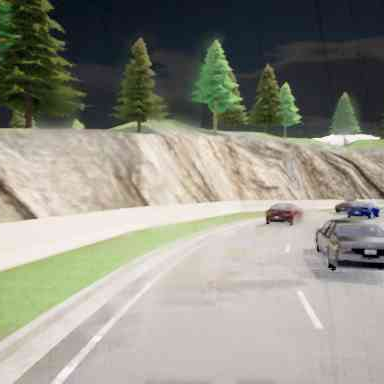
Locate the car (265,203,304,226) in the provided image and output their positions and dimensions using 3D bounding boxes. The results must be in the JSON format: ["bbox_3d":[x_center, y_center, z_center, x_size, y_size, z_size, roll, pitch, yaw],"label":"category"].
[{"bbox_3d":[6.858,1.551,24.390,1.882,1.535,5.008,0,0,29],"label":"car"}]

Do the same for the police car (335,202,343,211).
[{"bbox_3d":[18.447,1.685,38.275,4.974,1.542,2.038,1,0,-41],"label":"police car"}]

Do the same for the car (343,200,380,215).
[{"bbox_3d":[15.851,1.631,30.594,1.882,1.535,5.008,0,0,41],"label":"car"}]

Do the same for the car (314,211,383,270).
[{"bbox_3d":[5.237,1.599,10.990,2.033,1.411,5.357,0,0,15],"label":"car"}]
